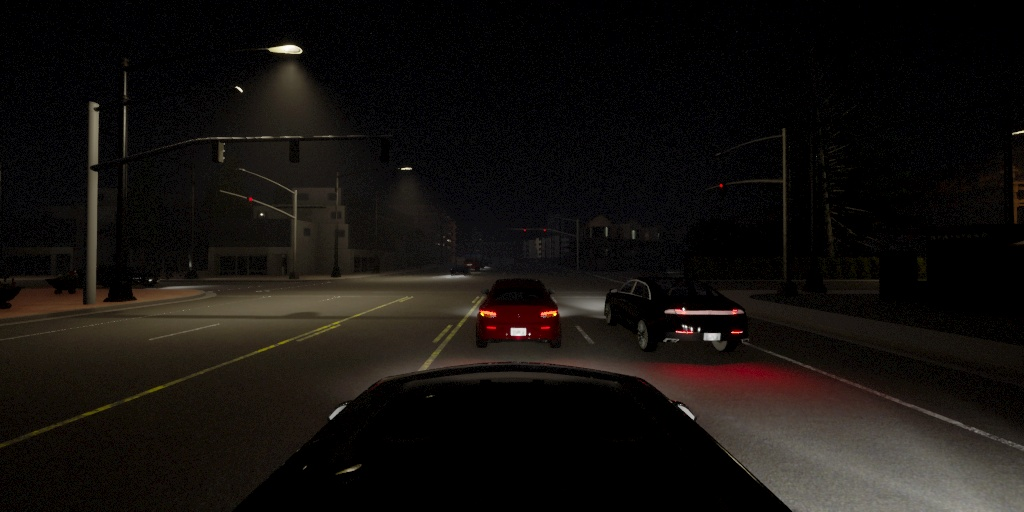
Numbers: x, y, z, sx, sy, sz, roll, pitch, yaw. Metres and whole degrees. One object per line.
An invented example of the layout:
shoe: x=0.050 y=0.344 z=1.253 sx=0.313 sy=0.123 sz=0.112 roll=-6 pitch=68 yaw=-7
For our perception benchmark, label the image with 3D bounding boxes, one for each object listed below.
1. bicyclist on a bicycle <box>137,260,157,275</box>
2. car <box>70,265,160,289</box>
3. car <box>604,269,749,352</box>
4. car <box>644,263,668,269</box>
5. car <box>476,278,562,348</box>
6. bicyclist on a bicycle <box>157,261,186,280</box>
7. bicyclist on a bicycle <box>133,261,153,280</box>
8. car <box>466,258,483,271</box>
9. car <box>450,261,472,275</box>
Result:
bicyclist on a bicycle: x=-31.227 y=1.169 z=31.253 sx=1.656 sy=1.620 sz=0.582 roll=19 pitch=6 yaw=-26
car: x=-25.857 y=1.332 z=23.292 sx=4.892 sy=1.490 sz=1.837 roll=0 pitch=-1 yaw=1
car: x=3.655 y=1.250 z=8.895 sx=2.128 sy=1.511 sz=4.902 roll=0 pitch=0 yaw=1
car: x=20.526 y=1.689 z=50.959 sx=4.902 sy=1.511 sz=2.128 roll=1 pitch=-1 yaw=-44
car: x=0.165 y=1.288 z=9.140 sx=1.812 sy=1.442 sz=4.674 roll=0 pitch=0 yaw=1
bicyclist on a bicycle: x=-29.288 y=1.231 z=31.026 sx=1.656 sy=1.620 sz=0.582 roll=1 pitch=-1 yaw=-22
bicyclist on a bicycle: x=-32.653 y=1.245 z=31.746 sx=1.656 sy=1.620 sz=0.582 roll=0 pitch=0 yaw=19
car: x=-6.388 y=1.361 z=57.177 sx=2.150 sy=2.045 sz=5.566 roll=0 pitch=0 yaw=1
car: x=-6.565 y=1.678 z=45.161 sx=1.895 sy=1.301 sz=4.718 roll=0 pitch=0 yaw=1
